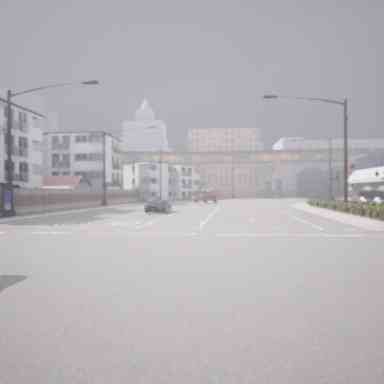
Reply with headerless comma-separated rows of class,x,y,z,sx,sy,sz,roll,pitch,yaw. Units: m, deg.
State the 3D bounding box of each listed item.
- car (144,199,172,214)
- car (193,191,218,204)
car,-3.290,1.412,32.619,1.994,1.385,4.181,0,0,8
car,2.382,0.800,57.311,2.150,2.045,5.566,0,0,32
